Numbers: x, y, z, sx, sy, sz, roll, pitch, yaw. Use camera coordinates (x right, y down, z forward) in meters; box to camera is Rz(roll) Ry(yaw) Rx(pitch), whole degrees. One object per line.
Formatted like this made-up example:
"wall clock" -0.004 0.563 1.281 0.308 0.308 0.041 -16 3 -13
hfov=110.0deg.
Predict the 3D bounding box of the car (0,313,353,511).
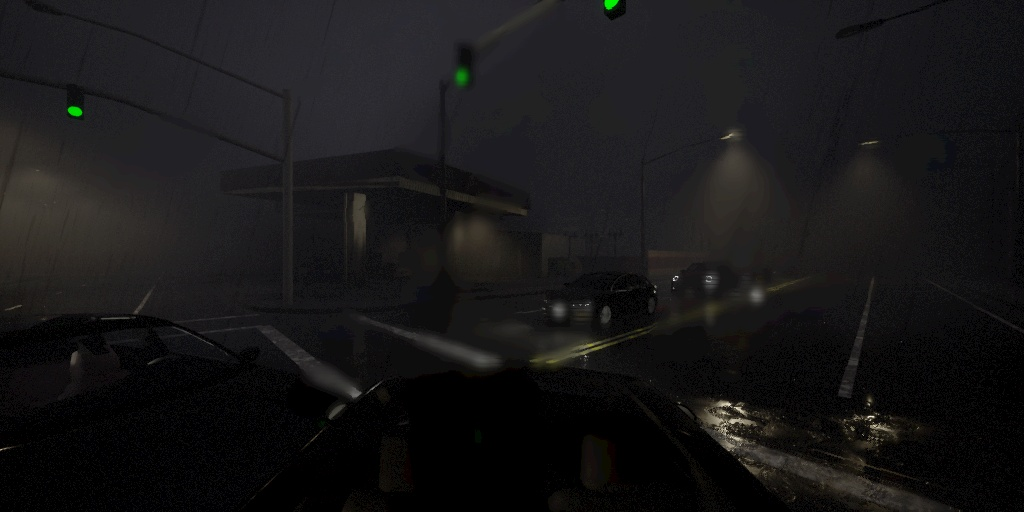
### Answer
"car" -3.390 1.242 2.647 4.902 1.511 2.128 0 0 16

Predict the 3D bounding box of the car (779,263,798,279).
"car" 24.163 1.314 32.149 4.181 1.385 1.994 0 0 -44

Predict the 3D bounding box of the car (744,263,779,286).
"car" 16.947 1.314 25.181 1.994 1.385 4.181 0 0 45

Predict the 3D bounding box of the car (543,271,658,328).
"car" 3.018 1.255 11.590 4.892 1.490 1.837 0 0 -45

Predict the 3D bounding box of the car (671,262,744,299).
"car" 9.938 1.102 18.353 4.553 1.767 2.097 0 0 -44
